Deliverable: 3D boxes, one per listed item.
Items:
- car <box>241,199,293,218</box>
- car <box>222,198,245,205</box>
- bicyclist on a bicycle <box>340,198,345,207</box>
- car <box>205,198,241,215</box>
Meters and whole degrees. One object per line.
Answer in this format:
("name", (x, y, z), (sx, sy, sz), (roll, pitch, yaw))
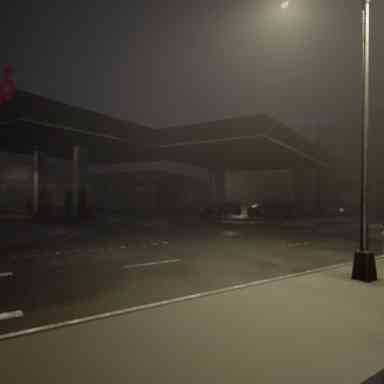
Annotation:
("car", (7.263, 1.518, 30.798), (4.611, 1.667, 2.242), (1, 0, -35))
("car", (8.611, 1.899, 69.004), (1.895, 1.301, 4.718), (1, 0, -36))
("bicyclist on a bicycle", (26.167, 1.818, 57.649), (1.656, 1.620, 0.582), (0, 0, -36))
("car", (3.306, 1.672, 35.032), (3.806, 1.475, 1.970), (1, 0, -35))
